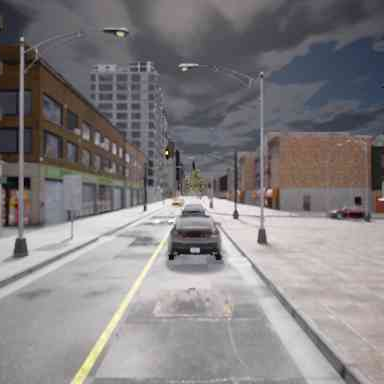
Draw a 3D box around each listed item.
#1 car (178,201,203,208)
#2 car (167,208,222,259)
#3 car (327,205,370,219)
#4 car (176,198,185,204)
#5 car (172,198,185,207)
[{"bbox_3d":[0.104,1.695,25.894,1.837,1.490,4.892,0,-1,0],"label":"car"},{"bbox_3d":[0.102,1.602,12.949,1.837,1.490,4.892,0,0,0],"label":"car"},{"bbox_3d":[16.394,2.082,35.070,4.097,1.590,1.967,1,-2,0],"label":"car"},{"bbox_3d":[-2.709,2.033,77.801,1.895,1.301,4.718,0,0,0],"label":"car"},{"bbox_3d":[-2.750,1.927,62.501,1.882,1.535,5.008,0,0,1],"label":"car"}]
